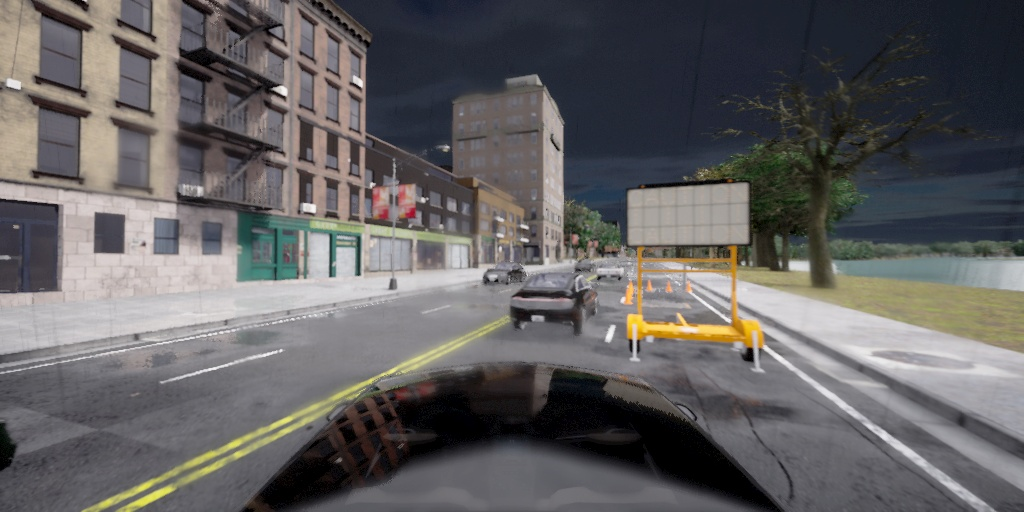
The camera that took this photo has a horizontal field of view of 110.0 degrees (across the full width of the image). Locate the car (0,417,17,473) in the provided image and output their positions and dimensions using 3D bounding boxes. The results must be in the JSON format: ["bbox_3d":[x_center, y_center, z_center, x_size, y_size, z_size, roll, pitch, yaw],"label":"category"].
[{"bbox_3d":[-5.619,1.117,1.138,2.097,1.767,4.553,0,0,20],"label":"car"}]

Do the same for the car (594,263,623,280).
[{"bbox_3d":[8.285,1.263,30.035,1.895,1.301,4.718,0,0,20],"label":"car"}]

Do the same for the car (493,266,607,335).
[{"bbox_3d":[1.432,1.239,10.702,2.128,1.511,4.902,0,0,20],"label":"car"}]

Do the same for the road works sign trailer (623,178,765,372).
[{"bbox_3d":[3.752,0.202,7.811,2.380,3.560,2.880,0,0,20],"label":"road works sign trailer"}]

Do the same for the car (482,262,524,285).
[{"bbox_3d":[-0.475,1.213,25.376,2.128,1.511,4.902,0,0,20],"label":"car"}]

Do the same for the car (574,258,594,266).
[{"bbox_3d":[8.125,1.127,39.911,1.837,1.490,4.892,0,0,20],"label":"car"}]
